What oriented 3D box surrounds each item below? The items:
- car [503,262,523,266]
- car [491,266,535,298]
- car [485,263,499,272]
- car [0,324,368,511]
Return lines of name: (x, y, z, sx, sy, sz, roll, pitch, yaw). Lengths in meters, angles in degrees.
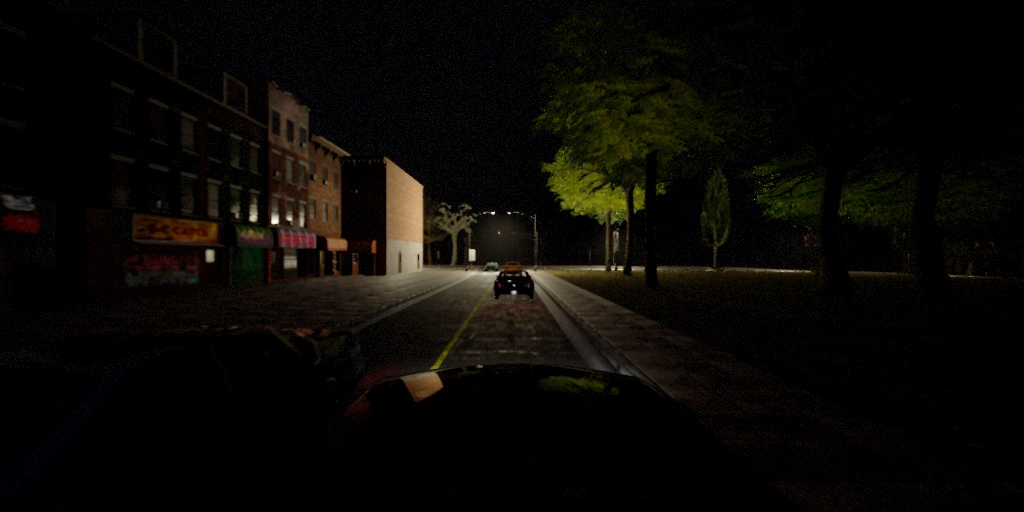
car: (0.089, 1.342, 37.773, 1.882, 1.535, 5.008, 0, 0, 0)
car: (0.094, 1.372, 18.416, 1.895, 1.301, 4.718, 0, 0, 0)
car: (-2.766, 1.560, 49.884, 1.895, 1.301, 4.718, 0, -1, 0)
car: (-2.851, 1.297, 2.508, 2.033, 1.411, 5.357, 0, 0, 0)
